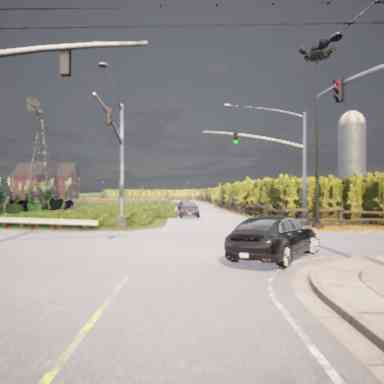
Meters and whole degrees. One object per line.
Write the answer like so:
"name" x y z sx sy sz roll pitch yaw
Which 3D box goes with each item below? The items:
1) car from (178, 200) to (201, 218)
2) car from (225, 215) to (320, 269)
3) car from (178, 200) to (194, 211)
"car" -0.296 1.680 31.931 1.812 1.442 4.674 0 0 -3
"car" 2.923 1.589 11.695 1.837 1.490 4.892 -3 -2 35
"car" -0.889 1.765 44.379 1.994 1.385 4.181 0 0 -2
